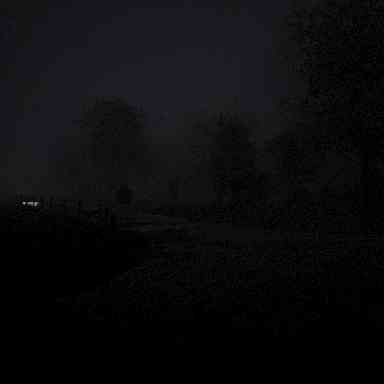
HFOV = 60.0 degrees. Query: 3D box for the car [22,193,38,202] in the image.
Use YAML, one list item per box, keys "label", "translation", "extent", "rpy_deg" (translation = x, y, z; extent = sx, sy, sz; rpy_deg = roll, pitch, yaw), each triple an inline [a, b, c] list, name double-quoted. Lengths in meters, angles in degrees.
- label: "car"
  translation: [-25.330, 0.818, 51.496]
  extent: [1.994, 1.385, 4.181]
  rpy_deg: [0, 1, -36]
